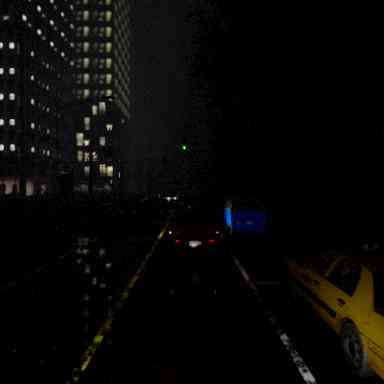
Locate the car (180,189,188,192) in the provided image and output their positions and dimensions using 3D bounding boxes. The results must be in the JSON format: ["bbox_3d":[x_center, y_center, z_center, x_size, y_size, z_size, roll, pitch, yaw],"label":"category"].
[{"bbox_3d":[-1.909,0.203,84.711,1.895,1.301,4.718,0,1,-3],"label":"car"}]

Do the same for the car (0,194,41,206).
[{"bbox_3d":[-18.410,0.853,34.409,4.206,1.307,1.802,1,0,3],"label":"car"}]

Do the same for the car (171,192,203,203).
[{"bbox_3d":[-0.532,1.008,29.165,1.882,1.535,5.008,0,1,-7],"label":"car"}]

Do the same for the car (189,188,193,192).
[{"bbox_3d":[0.770,0.184,82.135,1.752,1.417,4.829,0,1,-3],"label":"car"}]

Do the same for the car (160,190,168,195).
[{"bbox_3d":[-7.746,0.027,92.634,1.887,1.381,4.507,0,1,-3],"label":"car"}]

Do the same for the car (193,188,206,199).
[{"bbox_3d":[1.600,0.554,59.976,1.752,1.417,4.829,0,1,-2],"label":"car"}]

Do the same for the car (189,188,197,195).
[{"bbox_3d":[0.268,-0.211,93.046,2.192,1.841,5.009,0,1,-3],"label":"car"}]

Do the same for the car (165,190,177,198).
[{"bbox_3d":[-4.021,0.381,68.888,1.837,1.490,4.892,0,1,-2],"label":"car"}]

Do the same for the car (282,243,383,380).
[{"bbox_3d":[2.700,1.440,5.194,1.752,1.417,4.829,0,1,0],"label":"car"}]

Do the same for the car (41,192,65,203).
[{"bbox_3d":[-18.428,0.701,42.521,4.206,1.307,1.802,1,0,3],"label":"car"}]

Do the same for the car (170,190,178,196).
[{"bbox_3d":[-4.650,0.171,84.418,1.994,1.385,4.181,0,1,-3],"label":"car"}]

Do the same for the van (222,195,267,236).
[{"bbox_3d":[2.488,1.080,16.267,1.690,1.788,3.998,0,1,-1],"label":"van"}]

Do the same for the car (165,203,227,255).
[{"bbox_3d":[0.043,1.330,12.188,1.812,1.442,4.674,0,1,0],"label":"car"}]

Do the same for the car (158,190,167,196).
[{"bbox_3d":[-7.238,0.215,81.551,1.887,1.381,4.507,0,1,-2],"label":"car"}]

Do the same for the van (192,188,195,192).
[{"bbox_3d":[1.422,0.281,65.344,1.690,1.788,3.998,0,1,-2],"label":"van"}]

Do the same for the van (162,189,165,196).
[{"bbox_3d":[-7.007,0.104,76.007,1.690,1.788,3.998,0,1,-2],"label":"van"}]

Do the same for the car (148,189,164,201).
[{"bbox_3d":[-6.099,0.681,53.846,2.008,1.369,4.403,0,1,-2],"label":"car"}]

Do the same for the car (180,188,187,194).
[{"bbox_3d":[-2.380,-0.243,94.678,1.882,1.535,5.008,0,1,-3],"label":"car"}]
